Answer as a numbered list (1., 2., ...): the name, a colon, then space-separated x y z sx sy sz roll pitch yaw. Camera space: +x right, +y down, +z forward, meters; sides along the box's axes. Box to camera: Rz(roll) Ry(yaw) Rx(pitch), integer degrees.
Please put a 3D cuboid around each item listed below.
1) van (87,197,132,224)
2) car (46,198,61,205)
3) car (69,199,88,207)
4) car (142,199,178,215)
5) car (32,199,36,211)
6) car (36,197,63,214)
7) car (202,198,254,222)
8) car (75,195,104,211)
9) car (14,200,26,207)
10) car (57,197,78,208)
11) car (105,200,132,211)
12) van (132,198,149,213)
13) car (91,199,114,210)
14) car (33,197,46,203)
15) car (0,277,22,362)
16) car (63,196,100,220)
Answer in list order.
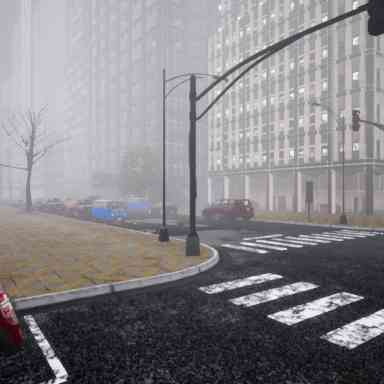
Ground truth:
1. van: -6.615 1.499 26.451 1.690 1.788 3.998 0 0 -36
2. car: -30.292 2.061 72.695 1.947 1.339 4.313 0 0 -36
3. car: -20.149 1.940 58.935 2.008 1.369 4.403 0 0 -36
4. car: -3.245 1.758 36.004 2.008 1.369 4.403 0 0 -36
5. car: -20.138 1.745 44.796 1.967 1.590 4.097 0 0 -36
6. car: -16.758 1.584 40.209 2.192 1.841 5.009 0 0 -36
7. car: 2.931 1.454 27.625 2.192 1.841 5.009 0 0 -36
8. car: -14.442 1.524 46.740 2.150 2.045 5.566 0 0 -36
9. car: -30.279 1.994 58.554 1.802 1.307 4.206 0 0 -36
10. car: -20.749 1.721 55.225 2.097 1.767 4.553 0 0 -36
11. car: -10.006 1.847 45.177 1.947 1.339 4.313 0 0 -36
12. van: -6.627 1.586 40.591 1.690 1.788 3.998 0 0 -36
13. car: -13.489 1.844 49.900 1.752 1.417 4.829 0 0 -36
14. car: -39.054 2.063 85.110 1.882 1.535 5.008 0 0 -36
15. car: -4.209 1.440 3.554 4.097 1.590 1.967 0 0 -36
16. car: -9.996 1.510 31.037 2.192 1.841 5.009 0 0 -36
